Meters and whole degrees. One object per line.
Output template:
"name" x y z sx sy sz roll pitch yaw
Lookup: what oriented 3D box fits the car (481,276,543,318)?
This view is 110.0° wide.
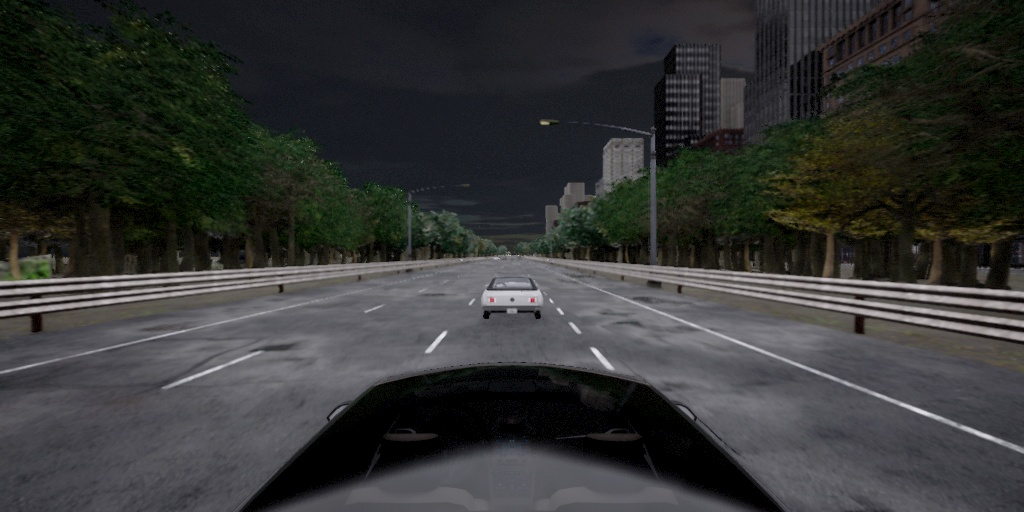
"car" 0.005 1.357 12.947 1.895 1.301 4.718 0 0 0
